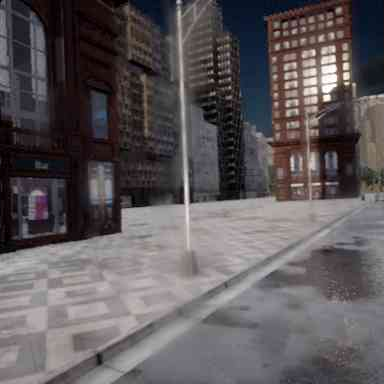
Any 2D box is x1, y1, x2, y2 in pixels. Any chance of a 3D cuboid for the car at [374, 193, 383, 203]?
[{"bbox_3d":[30.386,0.944,53.292,2.128,1.511,4.902,-3,-1,31],"label":"car"}]
